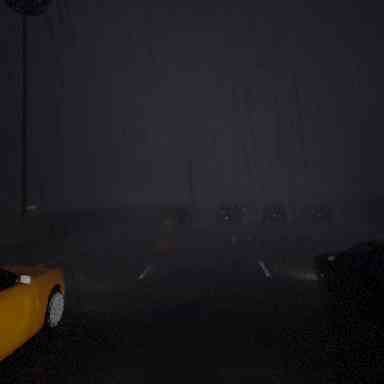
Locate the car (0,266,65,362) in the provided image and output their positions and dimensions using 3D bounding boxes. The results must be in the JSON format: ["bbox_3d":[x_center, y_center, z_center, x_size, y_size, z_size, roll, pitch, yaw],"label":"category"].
[{"bbox_3d":[-3.224,1.510,3.909,1.882,1.535,5.008,0,0,2],"label":"car"}]

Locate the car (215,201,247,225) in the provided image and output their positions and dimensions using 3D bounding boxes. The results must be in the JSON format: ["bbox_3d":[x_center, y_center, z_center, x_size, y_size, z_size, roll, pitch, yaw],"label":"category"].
[{"bbox_3d":[2.999,1.715,26.485,2.128,1.511,4.902,0,0,12],"label":"car"}]

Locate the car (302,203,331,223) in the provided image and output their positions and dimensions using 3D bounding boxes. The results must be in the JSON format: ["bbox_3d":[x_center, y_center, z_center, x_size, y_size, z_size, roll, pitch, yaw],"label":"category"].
[{"bbox_3d":[10.602,1.719,28.531,1.882,1.535,5.008,0,-1,13],"label":"car"}]

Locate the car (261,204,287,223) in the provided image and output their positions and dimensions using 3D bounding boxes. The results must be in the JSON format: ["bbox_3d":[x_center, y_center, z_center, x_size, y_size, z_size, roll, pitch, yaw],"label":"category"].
[{"bbox_3d":[6.960,1.716,28.312,1.882,1.535,5.008,0,0,12],"label":"car"}]

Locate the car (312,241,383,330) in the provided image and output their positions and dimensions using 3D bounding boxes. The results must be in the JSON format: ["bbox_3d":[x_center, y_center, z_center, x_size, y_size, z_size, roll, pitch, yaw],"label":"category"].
[{"bbox_3d":[3.823,1.599,5.929,2.033,1.411,5.357,0,0,3],"label":"car"}]

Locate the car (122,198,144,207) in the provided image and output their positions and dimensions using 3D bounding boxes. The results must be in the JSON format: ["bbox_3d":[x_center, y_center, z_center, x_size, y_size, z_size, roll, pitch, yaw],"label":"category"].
[{"bbox_3d":[-8.297,1.786,51.544,2.097,1.767,4.553,0,-1,20],"label":"car"}]

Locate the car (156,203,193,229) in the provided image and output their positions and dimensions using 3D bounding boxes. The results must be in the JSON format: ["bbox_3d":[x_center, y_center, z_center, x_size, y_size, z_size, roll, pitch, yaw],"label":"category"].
[{"bbox_3d":[-1.143,1.700,23.396,1.837,1.490,4.892,0,-1,10],"label":"car"}]

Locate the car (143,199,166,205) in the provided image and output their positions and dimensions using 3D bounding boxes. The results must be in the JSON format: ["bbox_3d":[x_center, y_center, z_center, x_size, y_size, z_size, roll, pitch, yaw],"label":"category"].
[{"bbox_3d":[-5.024,2.031,50.300,1.895,1.301,4.718,0,-1,20],"label":"car"}]

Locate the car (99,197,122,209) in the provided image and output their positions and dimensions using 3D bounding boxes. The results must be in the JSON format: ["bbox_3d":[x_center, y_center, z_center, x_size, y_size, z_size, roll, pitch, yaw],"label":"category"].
[{"bbox_3d":[-11.809,1.923,52.099,2.128,1.511,4.902,0,-1,20],"label":"car"}]

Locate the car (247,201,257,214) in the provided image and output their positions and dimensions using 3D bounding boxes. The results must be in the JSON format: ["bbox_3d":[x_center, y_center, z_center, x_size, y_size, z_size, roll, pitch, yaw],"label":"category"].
[{"bbox_3d":[6.889,1.871,41.179,1.812,1.442,4.674,0,0,18],"label":"car"}]

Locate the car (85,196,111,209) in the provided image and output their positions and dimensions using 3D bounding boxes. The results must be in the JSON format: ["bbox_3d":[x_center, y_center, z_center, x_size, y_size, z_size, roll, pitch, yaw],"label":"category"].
[{"bbox_3d":[-14.925,1.654,53.798,2.150,2.045,5.566,0,-1,20],"label":"car"}]
